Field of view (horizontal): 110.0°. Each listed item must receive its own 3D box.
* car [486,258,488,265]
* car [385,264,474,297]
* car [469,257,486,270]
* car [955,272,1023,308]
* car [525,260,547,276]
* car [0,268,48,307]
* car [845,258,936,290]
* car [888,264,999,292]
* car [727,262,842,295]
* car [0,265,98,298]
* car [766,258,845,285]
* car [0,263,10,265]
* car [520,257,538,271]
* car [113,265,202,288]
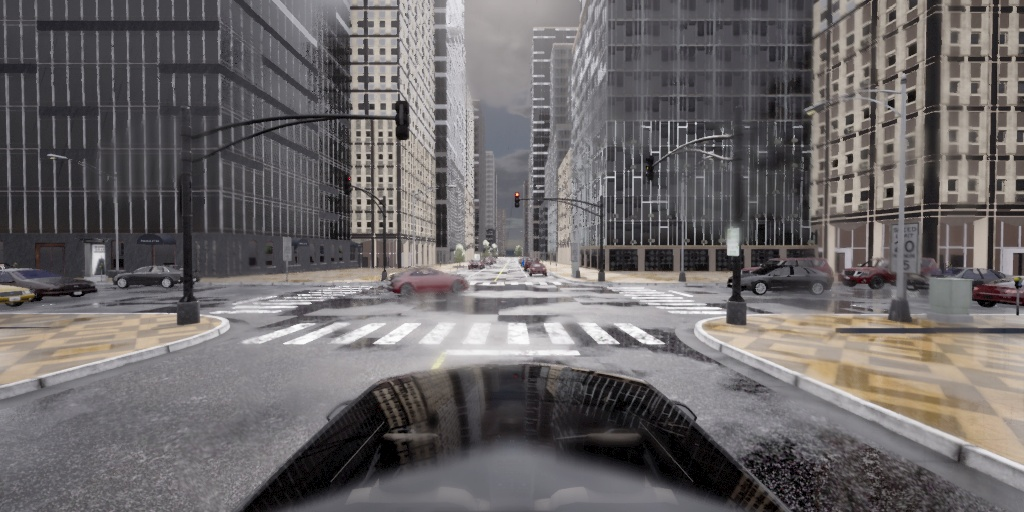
[{"bbox_3d":[-5.265,1.306,58.011,1.802,1.307,4.207,0,0,0],"label":"car"},{"bbox_3d":[-4.453,1.307,18.959,4.181,1.385,1.994,0,0,-33],"label":"car"},{"bbox_3d":[-5.270,1.168,52.486,1.967,1.591,4.097,0,0,0],"label":"car"},{"bbox_3d":[20.191,1.417,13.650,4.207,1.307,1.802,0,0,0],"label":"car"},{"bbox_3d":[2.563,1.318,35.930,1.802,1.307,4.207,0,0,0],"label":"car"},{"bbox_3d":[-21.250,1.301,13.592,4.829,1.417,1.751,0,0,0],"label":"car"},{"bbox_3d":[22.911,1.032,21.792,5.009,1.841,2.192,0,0,0],"label":"car"},{"bbox_3d":[24.012,1.305,19.191,5.357,1.411,2.033,0,1,0],"label":"car"},{"bbox_3d":[14.188,1.249,19.162,4.892,1.490,1.837,0,1,1],"label":"car"},{"bbox_3d":[-22.249,1.283,16.176,5.357,1.411,2.033,0,1,0],"label":"car"},{"bbox_3d":[16.579,1.023,21.783,5.009,1.841,2.192,0,0,0],"label":"car"},{"bbox_3d":[-32.547,1.078,21.644,4.097,1.591,1.967,0,0,0],"label":"car"},{"bbox_3d":[2.593,1.046,46.979,2.192,1.841,5.009,0,0,0],"label":"car"},{"bbox_3d":[-21.431,1.204,21.731,4.403,1.370,2.007,0,0,0],"label":"car"}]
